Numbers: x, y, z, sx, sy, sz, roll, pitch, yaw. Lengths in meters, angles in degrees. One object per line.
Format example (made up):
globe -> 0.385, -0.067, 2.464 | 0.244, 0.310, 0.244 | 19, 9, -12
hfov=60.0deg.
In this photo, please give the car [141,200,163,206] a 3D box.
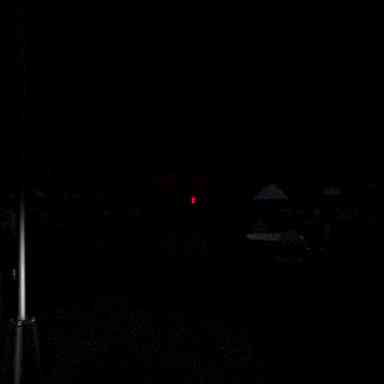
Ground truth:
car -> -6.922, 1.983, 57.177 | 1.994, 1.385, 4.181 | -1, -1, 36
